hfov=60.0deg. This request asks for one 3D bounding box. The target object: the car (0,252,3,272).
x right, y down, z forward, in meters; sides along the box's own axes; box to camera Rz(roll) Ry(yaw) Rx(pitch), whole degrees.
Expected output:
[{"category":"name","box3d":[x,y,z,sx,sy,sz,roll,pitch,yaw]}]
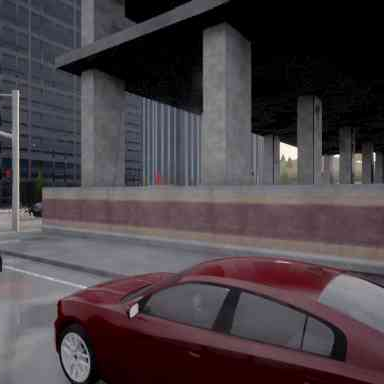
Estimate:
[{"category":"car","box3d":[-6.845,1.564,8.819,4.181,1.385,1.994,0,0,36]}]

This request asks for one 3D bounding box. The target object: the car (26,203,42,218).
[{"category":"car","box3d":[-12.060,1.560,29.898,1.837,1.490,4.892,0,0,36]}]

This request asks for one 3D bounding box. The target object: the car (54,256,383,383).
[{"category":"car","box3d":[0.502,1.478,3.632,5.008,1.535,1.882,0,0,35]}]

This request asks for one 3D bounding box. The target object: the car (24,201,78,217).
[{"category":"car","box3d":[-14.043,1.656,33.485,1.895,1.301,4.718,0,0,36]}]
